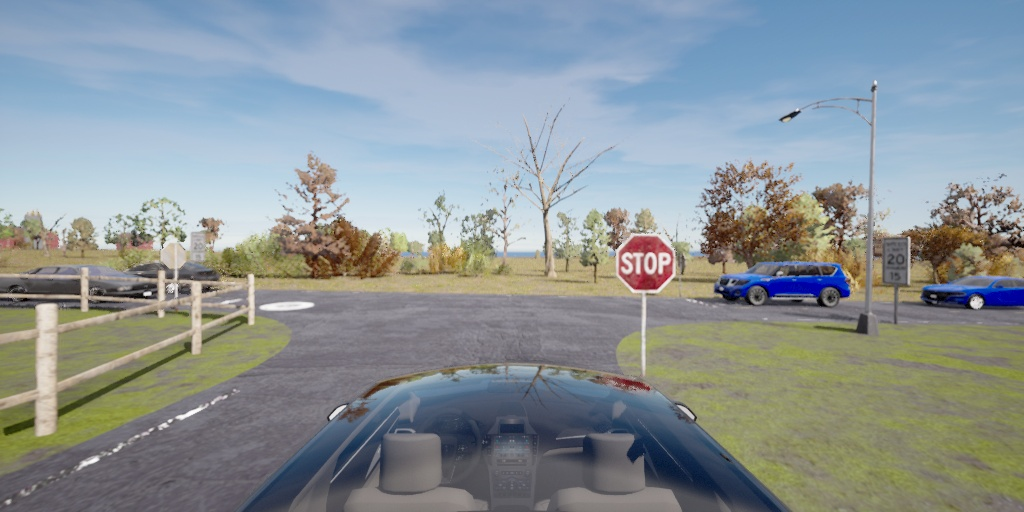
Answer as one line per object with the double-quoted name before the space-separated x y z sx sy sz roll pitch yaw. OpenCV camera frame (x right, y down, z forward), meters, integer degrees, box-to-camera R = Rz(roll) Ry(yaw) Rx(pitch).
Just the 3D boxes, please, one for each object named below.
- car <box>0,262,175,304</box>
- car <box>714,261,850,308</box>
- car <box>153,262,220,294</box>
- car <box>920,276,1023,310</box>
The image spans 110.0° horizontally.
"car" -17.228 1.077 14.349 5.357 1.411 2.033 1 1 0
"car" 12.819 1.278 17.183 5.566 2.045 2.150 1 1 0
"car" -16.919 1.009 17.286 4.892 1.490 1.837 1 0 1
"car" 22.679 1.711 17.138 5.008 1.535 1.882 1 1 1
